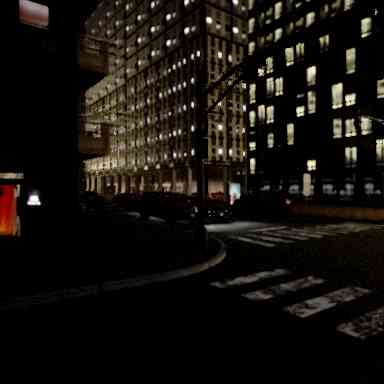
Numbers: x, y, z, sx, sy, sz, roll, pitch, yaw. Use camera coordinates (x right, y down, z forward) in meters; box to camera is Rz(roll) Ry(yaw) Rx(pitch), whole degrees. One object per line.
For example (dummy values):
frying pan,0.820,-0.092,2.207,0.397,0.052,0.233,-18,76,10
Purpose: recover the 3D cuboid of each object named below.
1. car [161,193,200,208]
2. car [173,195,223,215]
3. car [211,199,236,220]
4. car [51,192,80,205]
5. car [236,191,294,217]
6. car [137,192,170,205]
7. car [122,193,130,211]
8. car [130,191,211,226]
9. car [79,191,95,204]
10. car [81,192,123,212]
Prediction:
car,-1.241,0.874,34.076,1.947,1.339,4.313,1,1,-36
car,0.403,1.012,27.398,1.994,1.385,4.181,-1,1,-36
car,0.370,1.059,22.009,1.837,1.490,4.892,-1,1,-36
car,-14.509,0.721,38.056,2.008,1.369,4.403,1,1,-36
car,5.296,0.829,25.107,2.192,1.841,5.009,1,1,-36
car,-4.508,0.771,38.560,1.947,1.339,4.313,1,1,-36
car,-5.640,0.856,30.261,2.128,1.511,4.902,-1,1,-36
car,-1.440,0.899,20.125,2.192,1.841,5.009,1,1,-36
car,-11.702,0.677,38.597,1.837,1.490,4.892,-1,1,-36
car,-7.978,0.960,29.092,1.802,1.307,4.206,1,1,-36
